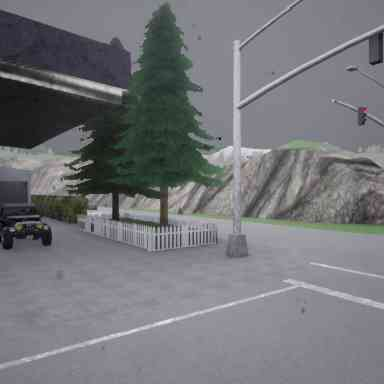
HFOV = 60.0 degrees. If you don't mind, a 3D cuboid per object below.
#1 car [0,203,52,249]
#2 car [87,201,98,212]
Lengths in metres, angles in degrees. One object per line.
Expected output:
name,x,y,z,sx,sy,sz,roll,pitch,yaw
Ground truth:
car,-8.062,1.505,15.793,1.905,1.878,3.866,0,0,-37
car,-13.458,1.792,42.013,1.895,1.301,4.718,0,0,-36
